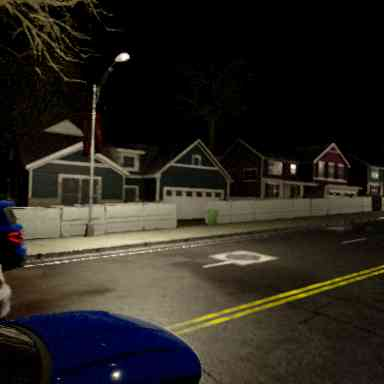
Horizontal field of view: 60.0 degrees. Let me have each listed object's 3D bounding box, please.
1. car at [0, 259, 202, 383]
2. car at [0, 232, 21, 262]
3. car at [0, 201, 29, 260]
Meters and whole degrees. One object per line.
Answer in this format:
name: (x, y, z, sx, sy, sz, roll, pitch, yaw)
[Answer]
car: (-2.177, 1.483, 1.884, 5.008, 1.535, 1.882, 0, 0, -36)
car: (-4.928, 1.538, 4.161, 4.674, 1.442, 1.812, -1, 0, -36)
car: (-6.540, 1.231, 7.004, 5.566, 2.045, 2.150, -1, 0, -36)
